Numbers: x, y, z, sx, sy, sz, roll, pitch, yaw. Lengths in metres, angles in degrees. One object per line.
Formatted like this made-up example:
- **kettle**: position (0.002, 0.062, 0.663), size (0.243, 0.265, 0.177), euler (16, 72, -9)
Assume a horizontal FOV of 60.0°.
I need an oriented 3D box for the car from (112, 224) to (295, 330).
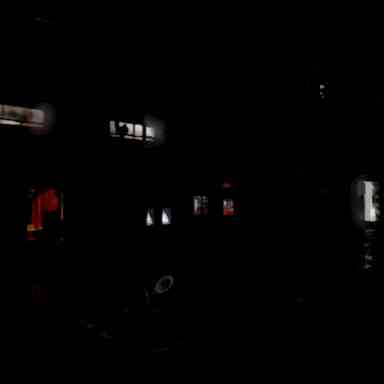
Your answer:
- **car**: position (0.366, 1.550, 7.105), size (4.097, 1.590, 1.967), euler (0, -1, -40)
